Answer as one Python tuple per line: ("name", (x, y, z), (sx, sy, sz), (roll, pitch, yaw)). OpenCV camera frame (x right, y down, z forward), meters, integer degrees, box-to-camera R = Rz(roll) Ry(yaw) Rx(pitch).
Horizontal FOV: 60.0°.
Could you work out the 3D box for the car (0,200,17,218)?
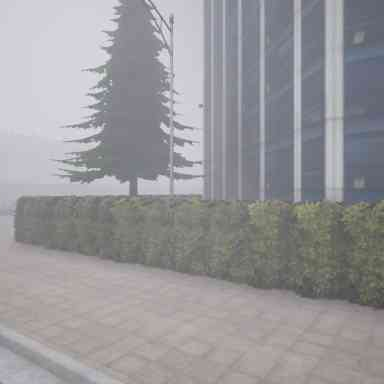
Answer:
("car", (-15.562, 1.436, 26.763), (2.128, 1.511, 4.902), (0, 0, 35))
